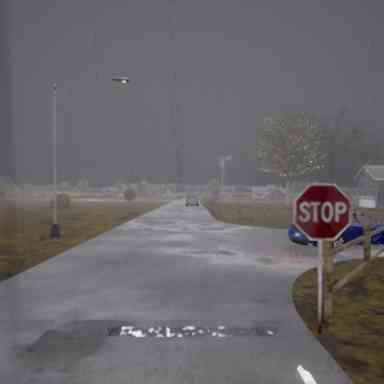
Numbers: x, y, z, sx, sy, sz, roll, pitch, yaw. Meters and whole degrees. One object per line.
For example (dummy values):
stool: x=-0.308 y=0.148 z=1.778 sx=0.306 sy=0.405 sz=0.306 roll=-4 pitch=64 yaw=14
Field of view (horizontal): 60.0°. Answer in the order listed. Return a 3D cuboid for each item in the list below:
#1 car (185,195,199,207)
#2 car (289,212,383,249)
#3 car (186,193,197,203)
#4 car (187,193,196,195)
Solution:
car: x=0.045 y=1.531 z=51.132 sx=1.994 sy=1.385 sz=4.181 roll=0 pitch=0 yaw=0
car: x=6.438 y=1.527 z=13.744 sx=5.008 sy=1.535 sz=1.882 roll=0 pitch=-1 yaw=-20
car: x=-0.078 y=1.245 z=71.544 sx=2.150 sy=2.045 sz=5.566 roll=0 pitch=0 yaw=0
car: x=-0.063 y=1.234 z=61.181 sx=2.150 sy=2.045 sz=5.566 roll=0 pitch=0 yaw=0
